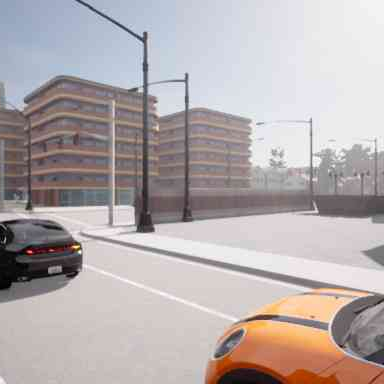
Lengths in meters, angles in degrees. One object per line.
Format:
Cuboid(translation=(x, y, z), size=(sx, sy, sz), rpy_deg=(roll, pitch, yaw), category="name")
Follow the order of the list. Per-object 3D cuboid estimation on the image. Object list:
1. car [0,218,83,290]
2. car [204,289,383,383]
Cuboid(translation=(-4.726, 1.498, 9.238), size=(1.837, 1.490, 4.892), rpy_deg=(0, 0, -43), category="car")
Cuboid(translation=(2.264, 1.352, 2.345), size=(4.553, 1.767, 2.097), rpy_deg=(0, 0, 40), category="car")
